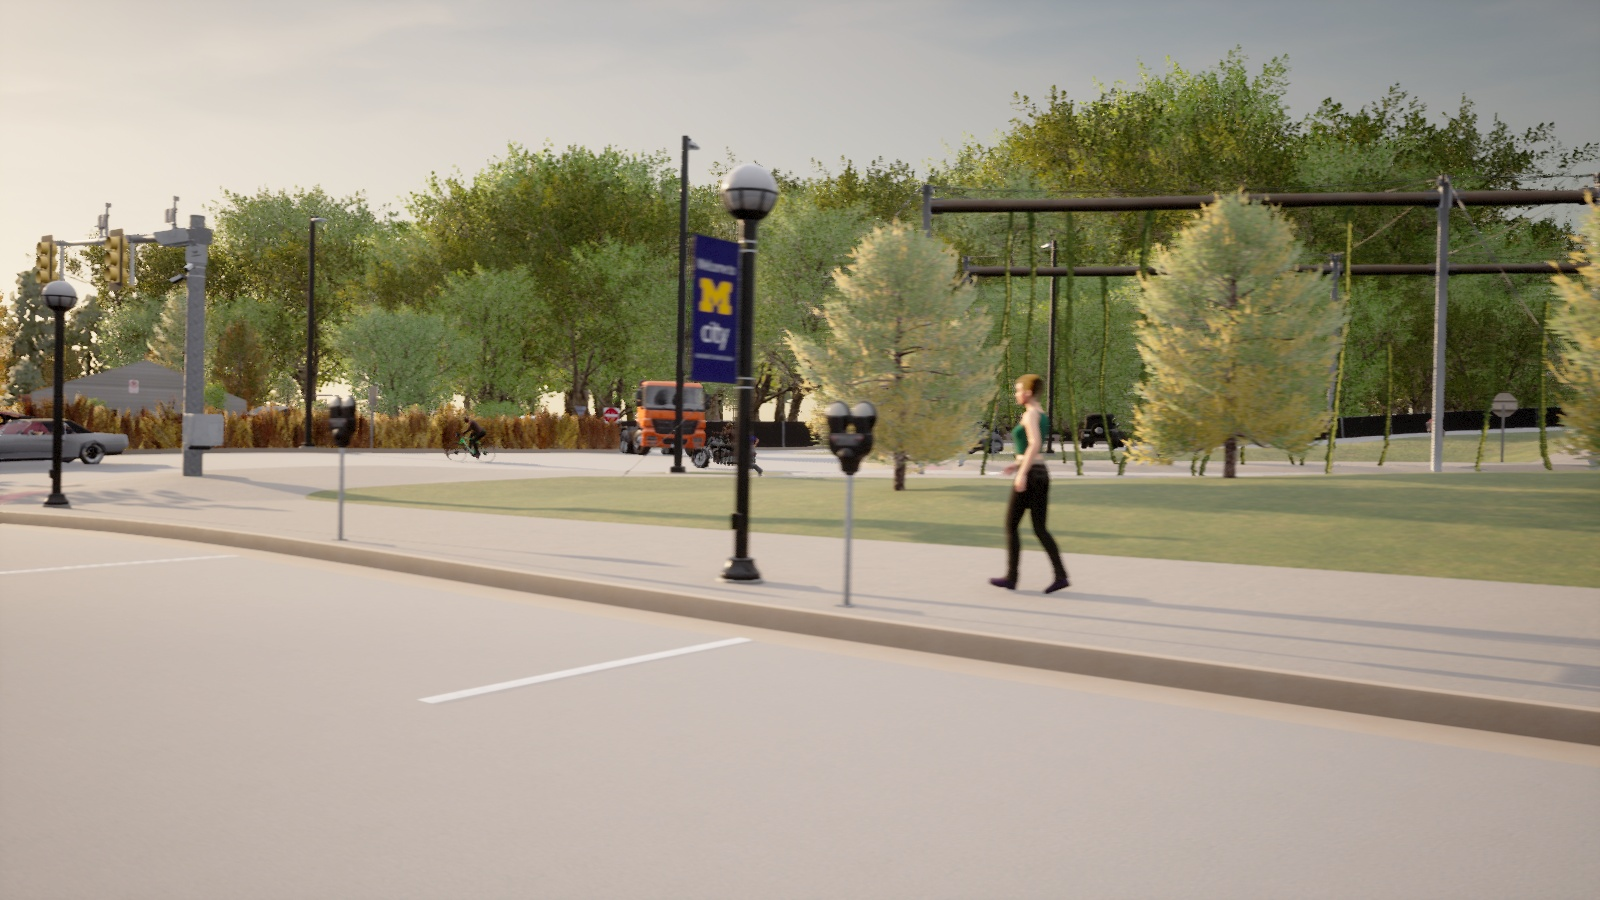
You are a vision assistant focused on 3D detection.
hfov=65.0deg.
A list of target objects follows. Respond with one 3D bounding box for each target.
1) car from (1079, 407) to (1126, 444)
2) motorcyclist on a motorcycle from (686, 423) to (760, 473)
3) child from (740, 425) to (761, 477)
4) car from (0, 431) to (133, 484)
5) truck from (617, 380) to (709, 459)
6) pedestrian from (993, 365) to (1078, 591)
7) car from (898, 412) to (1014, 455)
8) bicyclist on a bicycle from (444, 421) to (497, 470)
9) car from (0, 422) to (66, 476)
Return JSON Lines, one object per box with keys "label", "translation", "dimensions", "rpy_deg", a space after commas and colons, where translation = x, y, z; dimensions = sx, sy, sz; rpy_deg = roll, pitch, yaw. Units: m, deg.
{"label": "car", "translation": [16.275, -1.322, 67.394], "dimensions": [1.905, 1.878, 3.866], "rpy_deg": [-1, 2, 21]}
{"label": "motorcyclist on a motorcycle", "translation": [-2.605, -0.072, 42.272], "dimensions": [2.350, 1.649, 0.766], "rpy_deg": [1, -1, 21]}
{"label": "child", "translation": [-1.207, 0.013, 30.679], "dimensions": [0.437, 1.263, 0.270], "rpy_deg": [0, 1, 12]}
{"label": "car", "translation": [-21.309, 0.189, 34.696], "dimensions": [1.895, 1.301, 4.718], "rpy_deg": [1, 3, 37]}
{"label": "truck", "translation": [-6.650, -1.369, 59.609], "dimensions": [2.891, 3.462, 7.936], "rpy_deg": [1, 0, -17]}
{"label": "pedestrian", "translation": [1.972, 0.224, 10.519], "dimensions": [0.594, 1.836, 0.345], "rpy_deg": [1, 1, 37]}
{"label": "car", "translation": [6.976, -0.749, 56.084], "dimensions": [4.611, 1.667, 2.242], "rpy_deg": [-3, 1, -27]}
{"label": "bicyclist on a bicycle", "translation": [-11.185, -0.159, 42.689], "dimensions": [1.656, 1.620, 0.582], "rpy_deg": [0, 2, -5]}
{"label": "car", "translation": [-24.362, 0.002, 36.735], "dimensions": [2.007, 1.525, 4.514], "rpy_deg": [1, 3, 37]}
